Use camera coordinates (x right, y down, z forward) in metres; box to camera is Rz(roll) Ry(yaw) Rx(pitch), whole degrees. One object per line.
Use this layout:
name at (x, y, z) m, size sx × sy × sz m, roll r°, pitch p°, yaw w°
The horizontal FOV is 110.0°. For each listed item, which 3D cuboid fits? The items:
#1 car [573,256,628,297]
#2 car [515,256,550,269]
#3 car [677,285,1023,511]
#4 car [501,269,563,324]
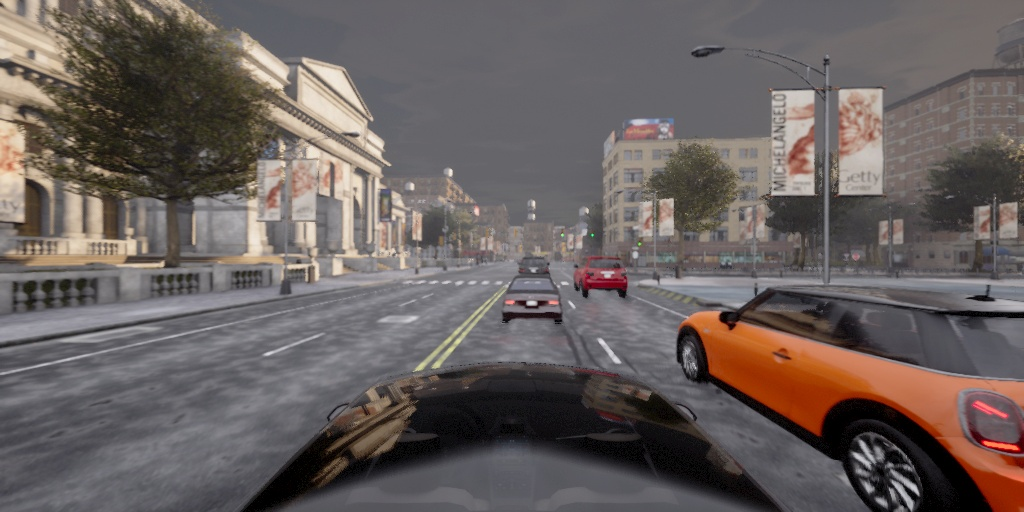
car at (4.667, 1.039, 19.507) m, size 2.150 × 2.045 × 5.566 m, roll 0°, pitch 0°, yaw 4°
car at (1.586, 1.051, 26.114) m, size 2.150 × 2.045 × 5.566 m, roll 0°, pitch 0°, yaw 4°
car at (3.839, 1.121, 4.293) m, size 2.097 × 1.767 × 4.553 m, roll 0°, pitch 0°, yaw 1°
car at (0.682, 1.329, 12.187) m, size 2.033 × 1.411 × 5.357 m, roll 0°, pitch 0°, yaw 3°
